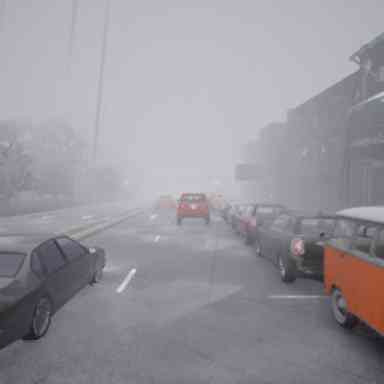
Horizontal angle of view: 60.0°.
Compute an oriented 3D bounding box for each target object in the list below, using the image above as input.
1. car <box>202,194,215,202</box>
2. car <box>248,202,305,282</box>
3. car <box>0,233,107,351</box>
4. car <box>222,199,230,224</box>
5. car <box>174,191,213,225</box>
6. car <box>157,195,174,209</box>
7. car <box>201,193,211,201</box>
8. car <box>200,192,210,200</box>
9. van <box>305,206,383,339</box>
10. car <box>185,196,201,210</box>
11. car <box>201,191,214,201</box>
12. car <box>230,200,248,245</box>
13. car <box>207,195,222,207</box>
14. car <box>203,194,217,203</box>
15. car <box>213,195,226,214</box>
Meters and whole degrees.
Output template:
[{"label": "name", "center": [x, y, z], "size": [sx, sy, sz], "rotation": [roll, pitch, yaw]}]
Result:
[{"label": "car", "center": [3.188, 1.155, 64.894], "size": [2.231, 1.521, 4.892], "rotation": [0, 0, 0]}, {"label": "car", "center": [3.222, 1.305, 9.741], "size": [2.185, 1.767, 4.553], "rotation": [0, 0, 0]}, {"label": "car", "center": [-3.153, 1.515, 6.368], "size": [2.033, 1.411, 5.357], "rotation": [0, 0, 0]}, {"label": "car", "center": [3.218, 1.416, 20.695], "size": [2.002, 1.452, 4.674], "rotation": [0, 0, 0]}, {"label": "car", "center": [0.092, 1.096, 23.403], "size": [2.150, 2.045, 5.566], "rotation": [0, -1, 0]}, {"label": "car", "center": [-3.164, 1.145, 41.283], "size": [2.097, 1.767, 4.553], "rotation": [0, 0, 0]}, {"label": "car", "center": [3.173, 1.094, 76.260], "size": [1.946, 1.575, 5.366], "rotation": [0, 0, 0]}, {"label": "car", "center": [3.167, 0.945, 81.567], "size": [2.185, 1.767, 4.553], "rotation": [0, 0, 0]}, {"label": "van", "center": [3.223, 1.232, 4.362], "size": [1.878, 1.987, 4.442], "rotation": [0, 0, 0]}, {"label": "car", "center": [0.086, 1.269, 41.380], "size": [1.882, 1.535, 5.008], "rotation": [0, 0, 0]}, {"label": "car", "center": [3.180, 0.874, 70.576], "size": [2.435, 2.045, 5.566], "rotation": [0, 0, 0]}, {"label": "car", "center": [3.220, 1.277, 15.265], "size": [2.185, 1.767, 4.553], "rotation": [0, 0, 0]}, {"label": "car", "center": [3.208, 1.233, 48.510], "size": [1.946, 1.575, 5.366], "rotation": [0, 0, 0]}, {"label": "car", "center": [3.193, 1.183, 59.367], "size": [2.231, 1.521, 4.892], "rotation": [0, 0, 0]}, {"label": "car", "center": [3.211, 1.289, 37.457], "size": [1.946, 1.575, 5.366], "rotation": [0, 0, 0]}]
